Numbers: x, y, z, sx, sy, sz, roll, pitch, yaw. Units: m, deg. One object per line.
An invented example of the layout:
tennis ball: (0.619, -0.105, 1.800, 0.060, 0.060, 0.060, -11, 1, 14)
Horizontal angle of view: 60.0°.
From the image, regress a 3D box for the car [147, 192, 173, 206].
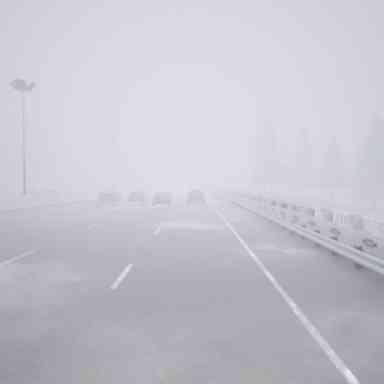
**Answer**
car: (-3.049, 0.712, 34.983, 2.033, 1.411, 5.357, 0, 1, 1)

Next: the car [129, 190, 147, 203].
car: (-6.497, 0.583, 40.699, 1.837, 1.490, 4.892, 0, 1, 1)

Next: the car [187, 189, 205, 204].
car: (0.494, 0.448, 39.697, 2.097, 1.767, 4.553, 0, 1, 1)

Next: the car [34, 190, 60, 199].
car: (-23.953, 0.404, 55.225, 2.033, 1.411, 5.357, 0, 1, -2)

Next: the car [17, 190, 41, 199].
car: (-27.445, 0.347, 56.243, 1.837, 1.490, 4.892, 0, 0, -4)

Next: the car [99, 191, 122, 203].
car: (-9.994, 0.552, 40.943, 1.882, 1.535, 5.008, 0, 1, 1)

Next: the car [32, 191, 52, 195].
car: (-20.554, 0.515, 47.889, 2.033, 1.411, 5.357, 0, 1, 1)
